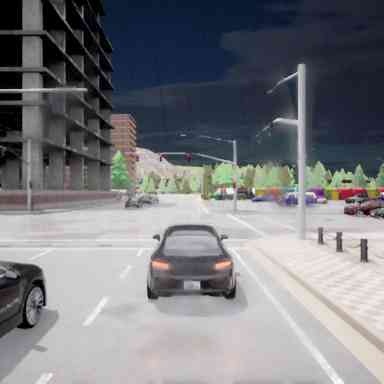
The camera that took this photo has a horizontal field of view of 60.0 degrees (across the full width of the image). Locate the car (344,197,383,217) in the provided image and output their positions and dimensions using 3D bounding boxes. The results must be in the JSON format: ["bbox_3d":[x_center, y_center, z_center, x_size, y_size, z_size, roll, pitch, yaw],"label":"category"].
[{"bbox_3d":[16.725,1.527,30.869,5.008,1.535,1.882,0,0,-1],"label":"car"}]

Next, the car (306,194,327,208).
[{"bbox_3d":[20.780,1.441,56.338,3.806,1.475,1.970,0,0,0],"label":"car"}]

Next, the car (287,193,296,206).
[{"bbox_3d":[20.700,1.197,61.916,4.605,1.855,1.932,0,0,0],"label":"car"}]

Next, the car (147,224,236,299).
[{"bbox_3d":[-0.032,1.524,8.308,1.812,1.442,4.674,0,0,-1],"label":"car"}]

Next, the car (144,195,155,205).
[{"bbox_3d":[-8.105,1.341,57.773,2.097,1.767,4.553,0,0,0],"label":"car"}]

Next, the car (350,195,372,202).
[{"bbox_3d":[35.778,1.406,70.448,3.905,1.438,1.784,0,0,0],"label":"car"}]

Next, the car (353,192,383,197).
[{"bbox_3d":[35.730,1.196,67.551,4.605,1.855,1.932,0,0,0],"label":"car"}]

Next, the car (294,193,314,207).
[{"bbox_3d":[20.765,1.408,59.233,3.905,1.438,1.784,0,0,0],"label":"car"}]

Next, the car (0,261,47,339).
[{"bbox_3d":[-3.488,1.491,4.029,2.128,1.511,4.902,0,0,0],"label":"car"}]

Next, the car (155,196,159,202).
[{"bbox_3d":[-8.219,1.562,72.590,1.895,1.301,4.718,0,0,-1],"label":"car"}]

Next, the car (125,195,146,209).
[{"bbox_3d":[-7.968,1.517,45.675,1.812,1.442,4.674,0,0,0],"label":"car"}]

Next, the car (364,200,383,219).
[{"bbox_3d":[17.144,1.576,27.353,4.674,1.442,1.812,0,0,-1],"label":"car"}]
